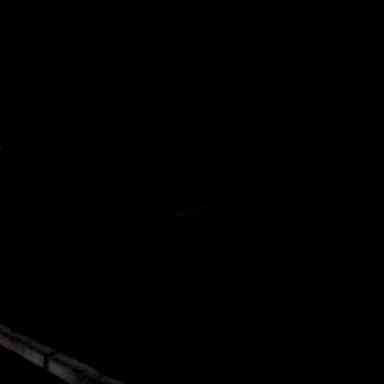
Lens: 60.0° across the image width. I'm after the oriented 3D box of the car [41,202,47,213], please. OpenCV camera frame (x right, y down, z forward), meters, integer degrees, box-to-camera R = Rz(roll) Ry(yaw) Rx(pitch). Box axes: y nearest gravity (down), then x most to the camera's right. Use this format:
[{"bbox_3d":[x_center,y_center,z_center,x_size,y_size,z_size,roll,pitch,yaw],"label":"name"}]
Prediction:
[{"bbox_3d":[-7.978,1.354,21.464,2.097,1.767,4.553,0,0,30],"label":"car"}]
